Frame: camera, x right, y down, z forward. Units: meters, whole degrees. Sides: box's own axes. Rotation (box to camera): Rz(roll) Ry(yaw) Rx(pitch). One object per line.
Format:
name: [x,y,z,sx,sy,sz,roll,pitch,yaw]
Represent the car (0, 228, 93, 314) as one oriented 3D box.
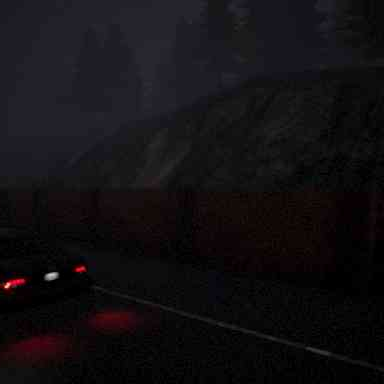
car: [-4.443,1.533,7.455,5.357,1.411,2.033,0,0,39]
